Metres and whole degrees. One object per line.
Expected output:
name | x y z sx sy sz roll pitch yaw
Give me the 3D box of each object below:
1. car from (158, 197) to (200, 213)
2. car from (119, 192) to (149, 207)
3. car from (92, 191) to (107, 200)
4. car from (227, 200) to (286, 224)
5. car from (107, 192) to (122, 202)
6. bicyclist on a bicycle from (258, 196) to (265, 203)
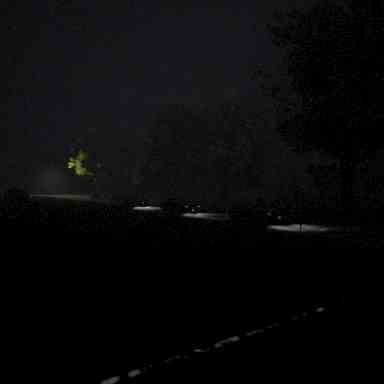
car | -1.351 1.199 32.089 2.033 1.411 5.357 0 1 -33
car | -6.807 1.057 40.464 1.994 1.385 4.181 0 1 -33
car | -17.034 0.615 61.510 2.128 1.511 4.902 0 1 -33
car | 4.371 1.340 23.317 1.812 1.442 4.674 0 1 -33
car | -11.392 0.768 52.884 1.882 1.535 5.008 0 1 -33
bicyclist on a bicycle | 6.399 1.192 31.149 1.656 1.620 0.582 0 1 -33
